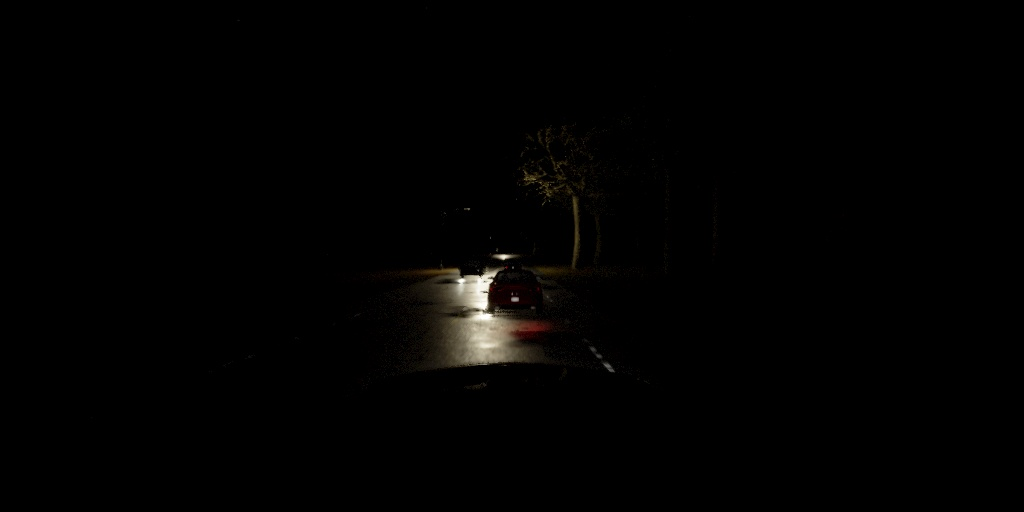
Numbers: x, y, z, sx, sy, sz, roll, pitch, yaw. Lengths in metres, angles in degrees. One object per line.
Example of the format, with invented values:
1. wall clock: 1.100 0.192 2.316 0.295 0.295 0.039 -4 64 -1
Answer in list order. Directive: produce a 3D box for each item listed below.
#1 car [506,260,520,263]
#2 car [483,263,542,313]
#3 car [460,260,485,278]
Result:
1. car: 0.099 1.128 37.121 2.033 1.411 5.357 0 1 0
2. car: 0.100 1.237 14.053 1.882 1.535 5.008 0 0 0
3. car: -3.544 1.106 32.627 1.882 1.535 5.008 0 1 1
